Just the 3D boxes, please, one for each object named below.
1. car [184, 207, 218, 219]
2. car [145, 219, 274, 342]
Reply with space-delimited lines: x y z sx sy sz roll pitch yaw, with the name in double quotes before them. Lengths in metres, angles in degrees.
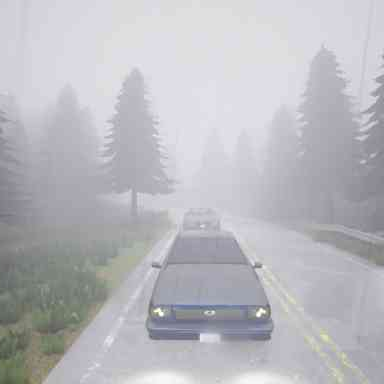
"car" 0.499 1.584 19.180 1.994 1.385 4.181 0 0 -2
"car" 0.294 1.558 7.095 2.033 1.411 5.357 0 0 1
